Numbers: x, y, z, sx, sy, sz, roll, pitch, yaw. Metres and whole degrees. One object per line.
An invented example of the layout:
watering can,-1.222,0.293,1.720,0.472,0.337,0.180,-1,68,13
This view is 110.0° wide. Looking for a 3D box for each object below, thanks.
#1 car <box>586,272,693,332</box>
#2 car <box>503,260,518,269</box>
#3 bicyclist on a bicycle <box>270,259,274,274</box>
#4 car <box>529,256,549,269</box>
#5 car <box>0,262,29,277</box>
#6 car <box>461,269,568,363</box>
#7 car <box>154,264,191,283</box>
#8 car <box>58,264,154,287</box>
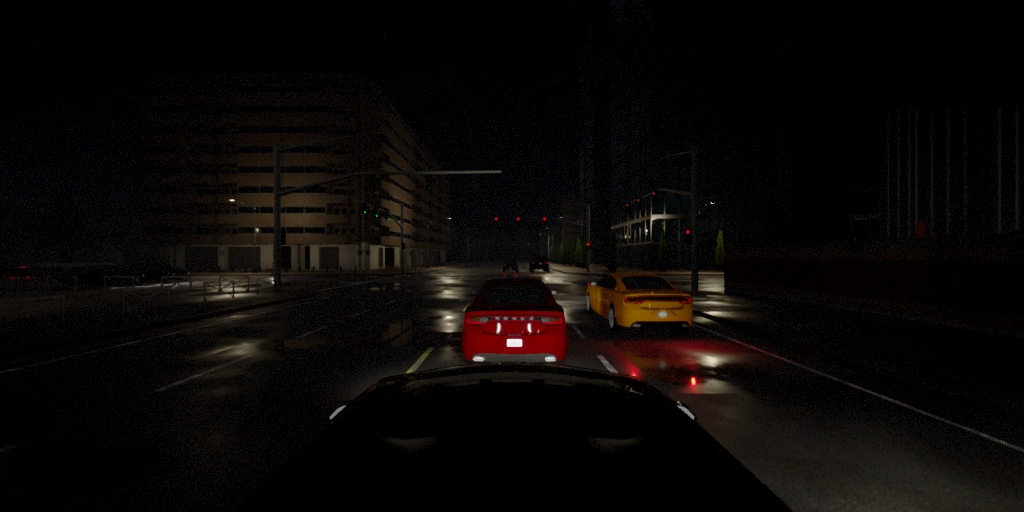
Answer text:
car,3.577,1.227,10.940,1.882,1.535,5.008,0,0,0
car,-0.198,1.274,46.341,1.812,1.442,4.674,0,0,0
bicyclist on a bicycle,-25.540,1.105,38.695,0.582,1.620,1.656,0,0,0
car,3.307,0.968,44.575,2.150,2.045,5.566,0,0,0
car,-50.350,1.296,34.956,4.902,1.511,2.128,0,0,1
car,0.058,1.227,8.164,1.882,1.535,5.008,0,0,0
car,-27.675,1.330,27.738,4.674,1.442,1.812,0,0,0
car,-27.649,1.330,24.237,4.674,1.442,1.812,0,0,0
